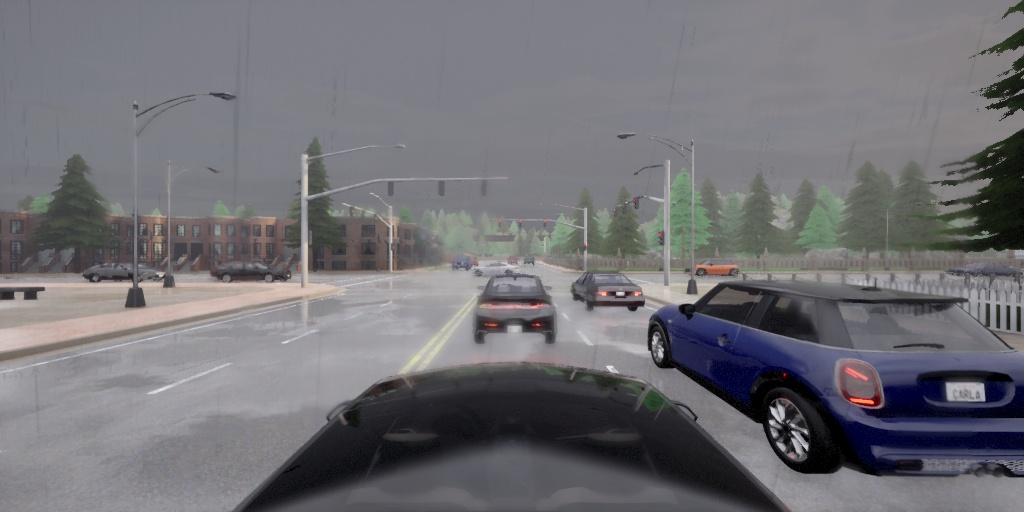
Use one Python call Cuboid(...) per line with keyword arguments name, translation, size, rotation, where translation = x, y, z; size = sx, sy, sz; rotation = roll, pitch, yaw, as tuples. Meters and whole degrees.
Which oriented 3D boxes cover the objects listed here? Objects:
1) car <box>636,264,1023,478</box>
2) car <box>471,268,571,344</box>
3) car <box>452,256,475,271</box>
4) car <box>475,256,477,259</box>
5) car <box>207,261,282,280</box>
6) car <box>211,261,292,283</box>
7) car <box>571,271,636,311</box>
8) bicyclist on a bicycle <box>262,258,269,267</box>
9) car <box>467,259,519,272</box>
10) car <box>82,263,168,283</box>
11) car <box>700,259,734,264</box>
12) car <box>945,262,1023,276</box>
Cuboid(name="car", translation=(3.609, 1.102, 4.973), size=(2.097, 1.767, 4.553), rotation=(0, 0, 0))
Cuboid(name="car", translation=(0.080, 1.242, 9.566), size=(2.128, 1.511, 4.902), rotation=(0, 0, 1))
Cuboid(name="car", translation=(-6.966, 0.971, 50.288), size=(2.150, 2.045, 5.566), rotation=(0, 0, 1))
Cuboid(name="car", translation=(-6.938, 0.972, 60.513), size=(2.150, 2.045, 5.566), rotation=(0, 0, 0))
Cuboid(name="car", translation=(-22.808, 1.228, 30.683), size=(5.008, 1.535, 1.882), rotation=(0, 0, -1))
Cuboid(name="car", translation=(-19.499, 1.228, 27.245), size=(5.008, 1.535, 1.882), rotation=(0, 0, -1))
Cuboid(name="car", translation=(3.611, 1.297, 14.391), size=(2.033, 1.411, 5.357), rotation=(0, 0, 1))
Cuboid(name="bicyclist on a bicycle", translation=(-28.730, 1.053, 41.699), size=(0.582, 1.620, 1.656), rotation=(0, 0, -1))
Cuboid(name="car", translation=(-1.602, 1.275, 34.300), size=(4.674, 1.442, 1.812), rotation=(0, 0, 2))
Cuboid(name="car", translation=(-28.996, 1.241, 26.975), size=(4.902, 1.511, 2.128), rotation=(0, 0, -4))
Cuboid(name="car", translation=(18.828, 1.105, 33.971), size=(4.553, 1.767, 2.097), rotation=(0, 0, 0))
Cuboid(name="car", translation=(44.530, 1.297, 33.852), size=(5.357, 1.411, 2.033), rotation=(0, 0, 1))
